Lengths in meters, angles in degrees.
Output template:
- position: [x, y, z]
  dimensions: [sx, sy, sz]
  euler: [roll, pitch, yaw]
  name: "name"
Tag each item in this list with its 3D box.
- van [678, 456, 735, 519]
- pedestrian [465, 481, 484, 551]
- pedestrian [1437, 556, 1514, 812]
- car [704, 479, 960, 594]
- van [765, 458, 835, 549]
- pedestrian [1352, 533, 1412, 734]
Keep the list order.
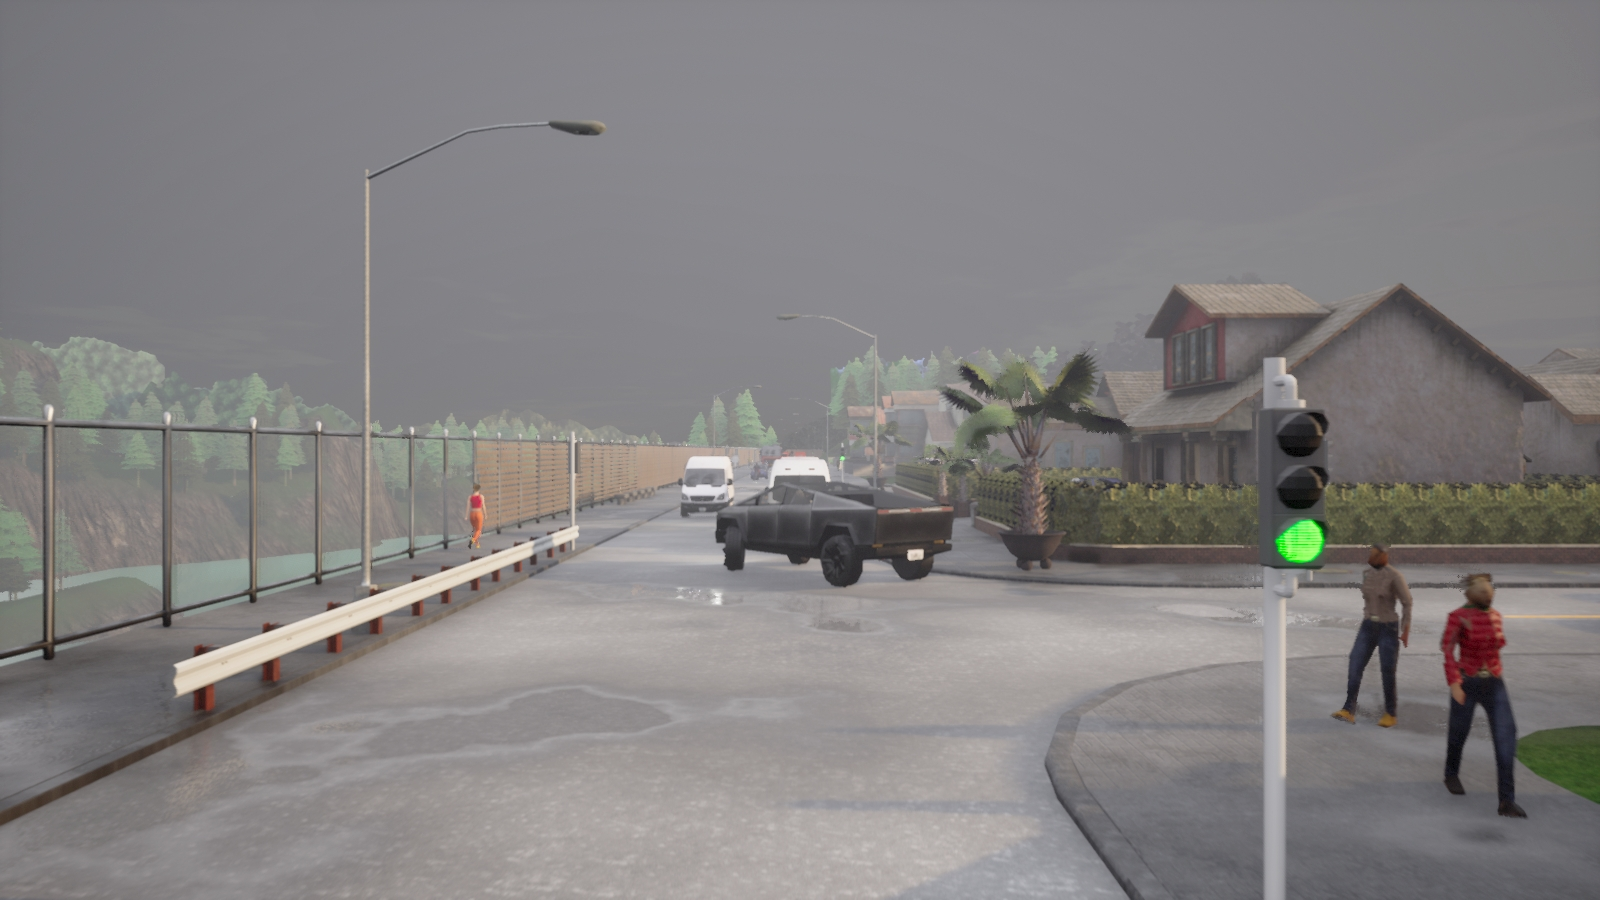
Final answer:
- position: [-3.998, 1.572, 49.846]
  dimensions: [1.988, 2.561, 5.915]
  euler: [0, 0, 0]
  name: "van"
- position: [-8.786, 1.768, 30.846]
  dimensions: [0.375, 1.860, 0.375]
  euler: [0, 0, 1]
  name: "pedestrian"
- position: [5.114, 1.753, 8.664]
  dimensions: [0.375, 1.860, 0.375]
  euler: [0, 0, 4]
  name: "pedestrian"
- position: [0.515, 1.773, 25.645]
  dimensions: [2.390, 2.098, 6.274]
  euler: [0, 0, -36]
  name: "car"
- position: [0.000, 1.561, 35.601]
  dimensions: [1.988, 2.561, 5.915]
  euler: [0, 0, 0]
  name: "van"
- position: [5.628, 1.754, 11.056]
  dimensions: [0.375, 1.860, 0.375]
  euler: [0, 0, -30]
  name: "pedestrian"
